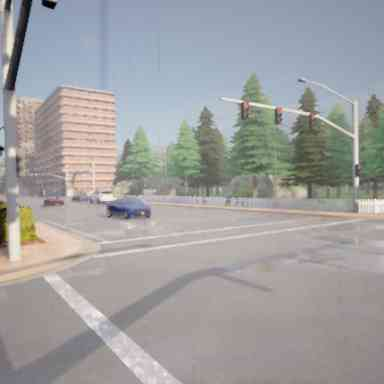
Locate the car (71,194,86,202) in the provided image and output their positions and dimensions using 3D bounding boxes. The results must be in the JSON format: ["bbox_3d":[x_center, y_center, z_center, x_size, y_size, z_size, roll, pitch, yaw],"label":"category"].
[{"bbox_3d":[-19.754,1.048,58.867,2.033,1.411,5.357,-2,1,-35],"label":"car"}]

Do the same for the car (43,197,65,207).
[{"bbox_3d":[-18.636,1.305,44.883,1.895,1.301,4.718,-2,1,-34],"label":"car"}]

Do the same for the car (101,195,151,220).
[{"bbox_3d":[-4.807,1.184,24.881,1.882,1.535,5.008,-2,1,-35],"label":"car"}]

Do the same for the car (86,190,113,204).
[{"bbox_3d":[-13.647,0.721,50.130,2.150,2.045,5.566,-2,1,-34],"label":"car"}]
